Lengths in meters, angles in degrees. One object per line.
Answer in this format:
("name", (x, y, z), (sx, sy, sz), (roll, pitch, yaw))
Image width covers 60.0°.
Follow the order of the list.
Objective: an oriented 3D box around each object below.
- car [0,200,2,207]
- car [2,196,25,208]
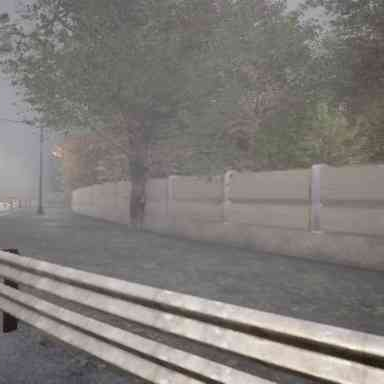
("car", (-36.379, 2.107, 61.959), (2.033, 1.411, 5.357), (1, -1, -22))
("car", (-31.985, 1.765, 59.708), (2.150, 2.045, 5.566), (1, -1, -22))
